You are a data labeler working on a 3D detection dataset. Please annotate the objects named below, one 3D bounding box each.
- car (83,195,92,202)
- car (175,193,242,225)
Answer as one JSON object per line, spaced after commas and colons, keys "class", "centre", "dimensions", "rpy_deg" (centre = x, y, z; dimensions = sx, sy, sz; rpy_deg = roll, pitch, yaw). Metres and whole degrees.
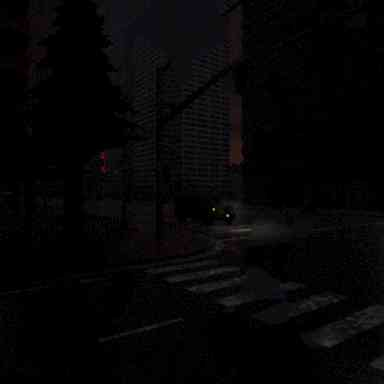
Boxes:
{"class": "car", "centre": [-25.681, 1.428, 80.600], "dimensions": [2.128, 1.511, 4.902], "rpy_deg": [0, 0, -35]}
{"class": "car", "centre": [0.849, 1.274, 25.075], "dimensions": [2.150, 2.045, 5.566], "rpy_deg": [0, 0, -35]}
